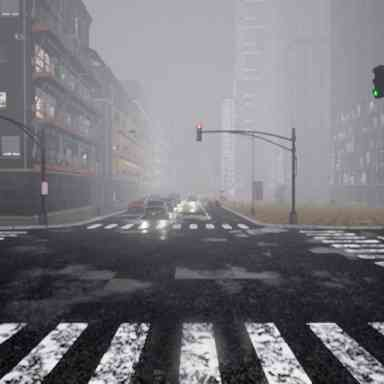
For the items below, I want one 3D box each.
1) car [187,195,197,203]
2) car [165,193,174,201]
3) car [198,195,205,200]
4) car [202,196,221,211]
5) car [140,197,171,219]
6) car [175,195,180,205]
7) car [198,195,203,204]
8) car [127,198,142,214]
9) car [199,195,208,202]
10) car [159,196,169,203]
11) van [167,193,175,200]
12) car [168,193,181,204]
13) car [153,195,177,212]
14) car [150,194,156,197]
[{"bbox_3d":[0.042,1.445,69.792,1.882,1.535,5.008,0,0,0],"label":"car"},{"bbox_3d":[-5.777,1.280,86.203,2.192,1.841,5.009,-1,0,0],"label":"car"},{"bbox_3d":[2.568,1.490,92.087,1.752,1.417,4.829,-1,0,0],"label":"car"},{"bbox_3d":[2.611,1.520,41.076,1.887,1.381,4.507,-1,0,0],"label":"car"},{"bbox_3d":[-3.124,1.486,29.334,1.837,1.490,4.892,0,0,0],"label":"car"},{"bbox_3d":[-3.131,1.498,48.764,1.812,1.442,4.674,0,0,0],"label":"car"},{"bbox_3d":[2.593,1.520,63.672,2.008,1.369,4.403,-1,0,0],"label":"car"},{"bbox_3d":[-5.730,1.523,35.363,1.887,1.381,4.507,-1,0,0],"label":"car"},{"bbox_3d":[2.583,1.511,74.970,1.887,1.381,4.507,-1,0,0],"label":"car"},{"bbox_3d":[-5.759,1.550,69.257,1.802,1.307,4.206,-1,0,0],"label":"car"},{"bbox_3d":[-5.782,1.305,91.851,1.690,1.788,3.998,-1,0,0],"label":"van"},{"bbox_3d":[-3.090,1.192,59.321,2.150,2.045,5.566,0,0,1],"label":"car"},{"bbox_3d":[-3.128,1.454,38.881,1.882,1.535,5.008,0,0,0],"label":"car"},{"bbox_3d":[-5.737,1.416,41.012,1.967,1.590,4.097,-1,0,0],"label":"car"}]
